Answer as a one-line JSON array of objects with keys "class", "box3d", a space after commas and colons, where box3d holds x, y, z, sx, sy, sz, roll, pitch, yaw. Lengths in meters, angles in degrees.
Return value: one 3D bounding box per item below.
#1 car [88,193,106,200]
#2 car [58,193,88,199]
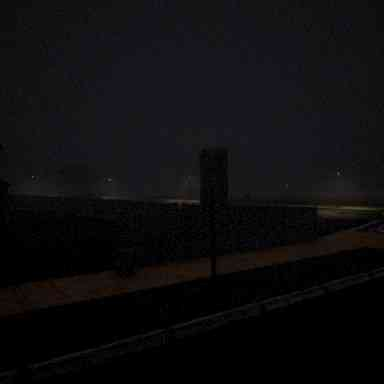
[{"class": "car", "box3d": [-14.046, 0.874, 46.264, 5.357, 1.411, 2.033, 1, 2, 44]}, {"class": "car", "box3d": [-16.292, 0.948, 43.916, 5.357, 1.411, 2.033, 1, 2, 44]}]
